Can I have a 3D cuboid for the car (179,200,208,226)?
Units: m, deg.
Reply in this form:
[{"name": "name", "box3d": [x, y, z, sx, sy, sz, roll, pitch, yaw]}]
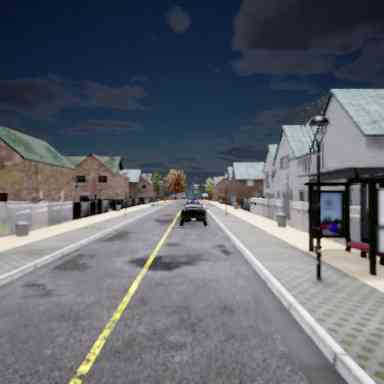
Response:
[{"name": "car", "box3d": [0.106, 1.533, 23.962, 1.837, 1.490, 4.892, 0, 0, 0]}]
